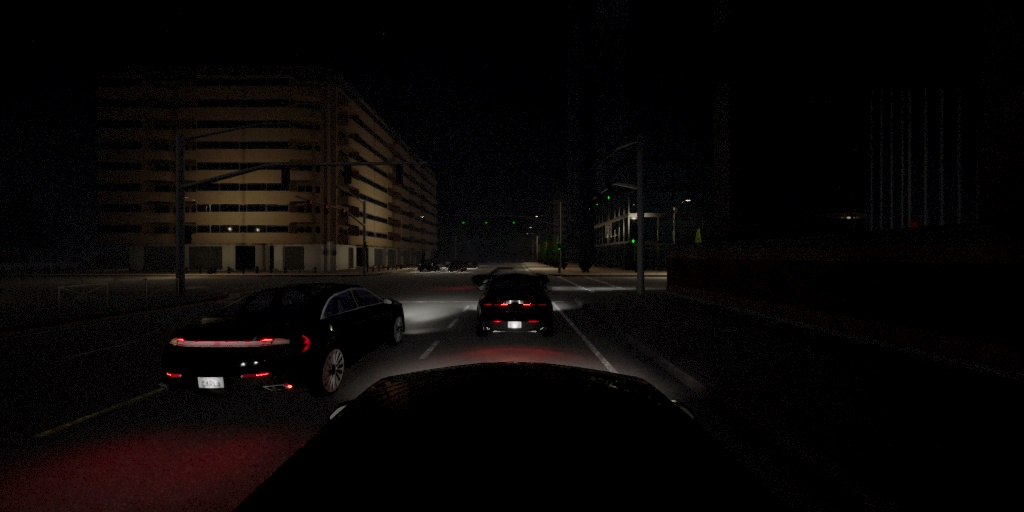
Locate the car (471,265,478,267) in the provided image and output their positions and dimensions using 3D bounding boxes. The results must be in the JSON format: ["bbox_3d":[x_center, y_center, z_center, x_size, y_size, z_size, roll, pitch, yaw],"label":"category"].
[{"bbox_3d":[-0.056,1.386,22.441,4.718,1.301,1.895,0,0,0],"label":"car"}]

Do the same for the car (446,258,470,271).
[{"bbox_3d":[-7.395,1.251,49.177,1.837,1.490,4.892,0,1,0],"label":"car"}]

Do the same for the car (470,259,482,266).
[{"bbox_3d":[-7.213,1.241,64.404,2.128,1.511,4.902,0,0,1],"label":"car"}]

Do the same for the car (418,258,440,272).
[{"bbox_3d":[-10.893,1.102,47.200,2.097,1.767,4.553,0,0,0],"label":"car"}]

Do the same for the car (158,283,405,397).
[{"bbox_3d":[-3.441,1.241,6.546,2.128,1.511,4.902,0,0,0],"label":"car"}]

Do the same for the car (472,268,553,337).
[{"bbox_3d":[0.092,1.255,10.253,1.837,1.490,4.892,0,0,1],"label":"car"}]
